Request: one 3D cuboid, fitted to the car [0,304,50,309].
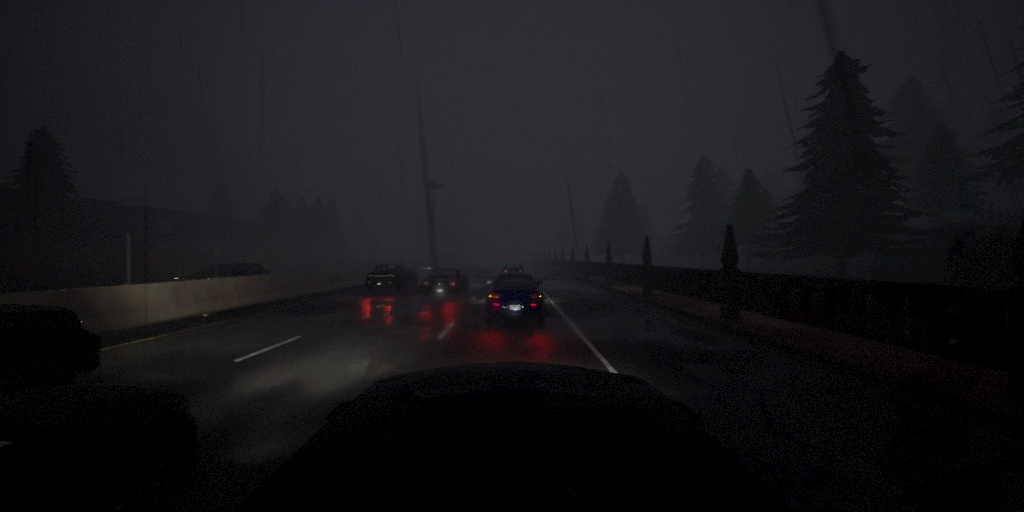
[{"bbox_3d":[-6.900,0.971,2.617,2.150,2.045,5.566,0,0,0],"label":"car"}]

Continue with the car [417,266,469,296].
[{"bbox_3d":[-3.401,1.348,19.154,1.895,1.301,4.718,0,0,0],"label":"car"}]

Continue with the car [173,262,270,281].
[{"bbox_3d":[-14.101,1.099,17.647,2.097,1.767,4.553,0,0,0],"label":"car"}]

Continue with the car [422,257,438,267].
[{"bbox_3d":[-14.638,1.265,61.754,1.812,1.442,4.674,0,0,-1],"label":"car"}]

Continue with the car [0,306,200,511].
[{"bbox_3d":[-3.401,1.242,0.836,2.128,1.511,4.902,0,0,0],"label":"car"}]

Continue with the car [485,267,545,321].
[{"bbox_3d":[0.096,1.274,12.339,1.812,1.442,4.674,0,0,0],"label":"car"}]

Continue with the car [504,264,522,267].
[{"bbox_3d":[0.096,1.345,32.848,1.895,1.301,4.718,0,0,0],"label":"car"}]

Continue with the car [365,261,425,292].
[{"bbox_3d":[-6.901,1.238,21.048,2.128,1.511,4.902,0,0,0],"label":"car"}]
